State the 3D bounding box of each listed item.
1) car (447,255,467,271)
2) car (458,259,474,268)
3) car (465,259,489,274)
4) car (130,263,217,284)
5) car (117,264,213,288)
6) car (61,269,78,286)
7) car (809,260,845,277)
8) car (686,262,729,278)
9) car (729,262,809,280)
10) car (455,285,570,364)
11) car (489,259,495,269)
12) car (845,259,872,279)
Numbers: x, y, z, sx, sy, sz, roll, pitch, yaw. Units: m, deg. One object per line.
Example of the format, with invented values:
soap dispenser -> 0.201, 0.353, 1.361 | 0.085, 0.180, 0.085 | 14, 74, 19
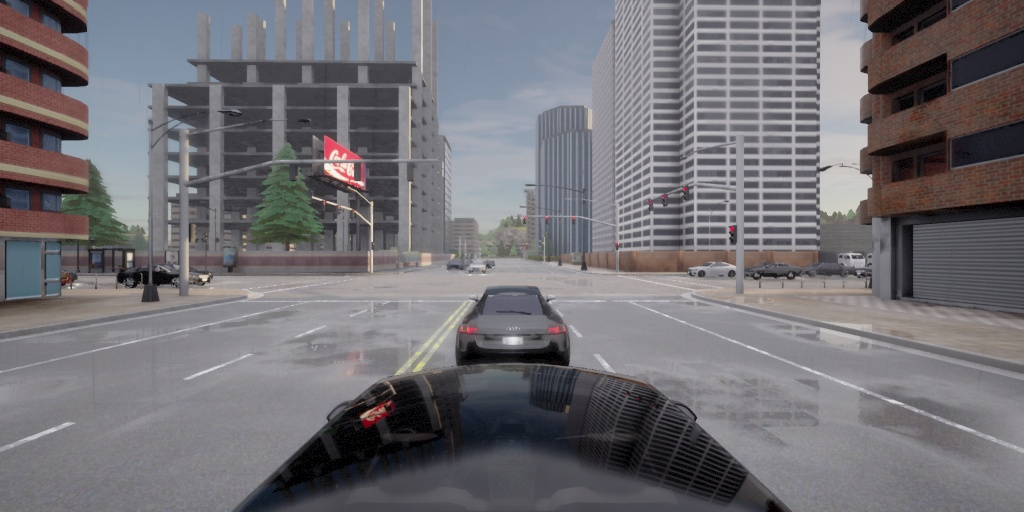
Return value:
car -> -7.533, 1.101, 48.628 | 2.097, 1.767, 4.553 | 0, 0, 0
car -> -7.624, 1.242, 60.189 | 2.128, 1.511, 4.902 | 0, 0, 0
car -> -3.958, 1.276, 41.295 | 1.812, 1.442, 4.674 | 0, 0, 0
car -> -24.691, 1.276, 26.270 | 4.674, 1.442, 1.812 | 0, 0, -1
car -> -22.011, 1.241, 22.787 | 4.902, 1.511, 2.128 | 0, 0, -1
car -> -31.113, 1.102, 22.657 | 4.553, 1.767, 2.097 | 0, 0, -1
car -> 29.671, 1.297, 34.247 | 5.357, 1.411, 2.033 | 0, 0, -1
car -> 19.089, 1.276, 34.078 | 4.674, 1.442, 1.812 | 0, 0, -1
car -> 21.853, 1.241, 30.638 | 4.902, 1.511, 2.128 | 0, 0, -1
car -> 0.011, 1.314, 7.691 | 1.994, 1.385, 4.181 | 0, 0, 0
car -> -4.085, 1.351, 55.066 | 1.895, 1.301, 4.718 | 0, 0, 0
car -> 32.227, 1.241, 30.776 | 4.902, 1.511, 2.128 | 0, 0, -1
